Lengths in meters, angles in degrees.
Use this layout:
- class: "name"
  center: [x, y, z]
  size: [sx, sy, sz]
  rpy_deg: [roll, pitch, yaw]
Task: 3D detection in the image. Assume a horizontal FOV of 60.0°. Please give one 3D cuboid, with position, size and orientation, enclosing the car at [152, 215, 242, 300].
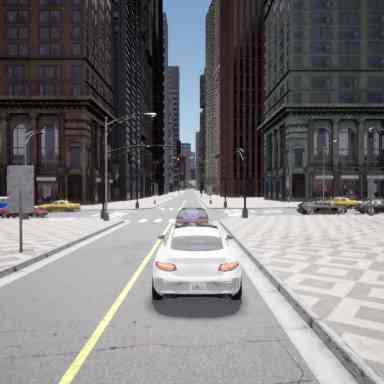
- class: "car"
  center: [0.099, 1.521, 8.247]
  size: [1.812, 1.442, 4.674]
  rpy_deg: [0, 0, 0]

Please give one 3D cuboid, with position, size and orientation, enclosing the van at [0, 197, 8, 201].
- class: "van"
  center: [-20.962, 1.457, 38.640]
  size: [3.998, 1.788, 1.690]
  rpy_deg: [-1, 1, 0]

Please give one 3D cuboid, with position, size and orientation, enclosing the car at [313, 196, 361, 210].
- class: "car"
  center: [16.731, 1.233, 38.571]
  size: [4.829, 1.417, 1.752]
  rpy_deg: [-1, 1, 0]

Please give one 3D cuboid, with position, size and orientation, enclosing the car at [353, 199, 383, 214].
- class: "car"
  center: [17.061, 1.342, 30.046]
  size: [4.403, 1.369, 2.008]
  rpy_deg: [-1, 1, 0]

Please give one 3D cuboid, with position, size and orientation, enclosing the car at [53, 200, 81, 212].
- class: "car"
  center: [-15.450, 1.585, 38.634]
  size: [4.829, 1.417, 1.752]
  rpy_deg: [-1, 1, 0]

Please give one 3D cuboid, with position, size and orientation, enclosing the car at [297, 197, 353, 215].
- class: "car"
  center: [11.682, 1.419, 30.057]
  size: [4.313, 1.339, 1.947]
  rpy_deg: [-1, 1, 0]

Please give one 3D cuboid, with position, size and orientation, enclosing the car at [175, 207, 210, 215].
- class: "car"
  center: [0.028, 1.533, 17.837]
  size: [2.033, 1.411, 5.357]
  rpy_deg: [0, 0, 1]

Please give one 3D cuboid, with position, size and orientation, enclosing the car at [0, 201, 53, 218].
- class: "car"
  center: [-15.286, 1.728, 30.110]
  size: [4.206, 1.307, 1.802]
  rpy_deg: [-1, 1, 0]
